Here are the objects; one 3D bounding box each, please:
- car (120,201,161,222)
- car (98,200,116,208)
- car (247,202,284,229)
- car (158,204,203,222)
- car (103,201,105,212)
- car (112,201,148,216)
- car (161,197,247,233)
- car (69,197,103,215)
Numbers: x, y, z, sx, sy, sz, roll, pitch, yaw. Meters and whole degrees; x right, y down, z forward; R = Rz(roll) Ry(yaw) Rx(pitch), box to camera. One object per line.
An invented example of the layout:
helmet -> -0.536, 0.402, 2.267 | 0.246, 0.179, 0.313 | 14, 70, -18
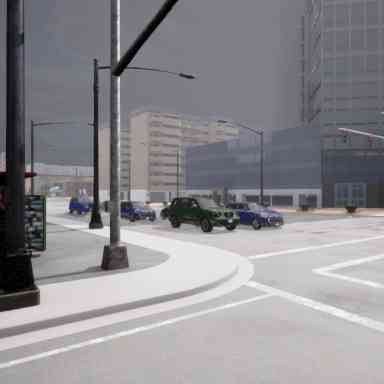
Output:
car -> -4.945, 1.581, 28.814 | 2.097, 1.767, 4.553 | 0, -1, -36
car -> -15.892, 2.281, 62.111 | 1.994, 1.385, 4.181 | 0, -1, -36
car -> 3.975, 1.459, 22.476 | 2.097, 1.767, 4.553 | 0, -1, -36
car -> -1.099, 1.769, 29.467 | 1.994, 1.385, 4.181 | 0, -1, -36
car -> -13.686, 1.871, 46.907 | 2.097, 1.767, 4.553 | 0, -1, -35
car -> -7.061, 1.843, 37.697 | 2.128, 1.511, 4.902 | 0, -1, -36
car -> 0.570, 1.335, 21.210 | 2.150, 2.045, 5.566 | 0, -1, -36
car -> -13.168, 1.654, 40.151 | 2.150, 2.045, 5.566 | 0, -1, -37
